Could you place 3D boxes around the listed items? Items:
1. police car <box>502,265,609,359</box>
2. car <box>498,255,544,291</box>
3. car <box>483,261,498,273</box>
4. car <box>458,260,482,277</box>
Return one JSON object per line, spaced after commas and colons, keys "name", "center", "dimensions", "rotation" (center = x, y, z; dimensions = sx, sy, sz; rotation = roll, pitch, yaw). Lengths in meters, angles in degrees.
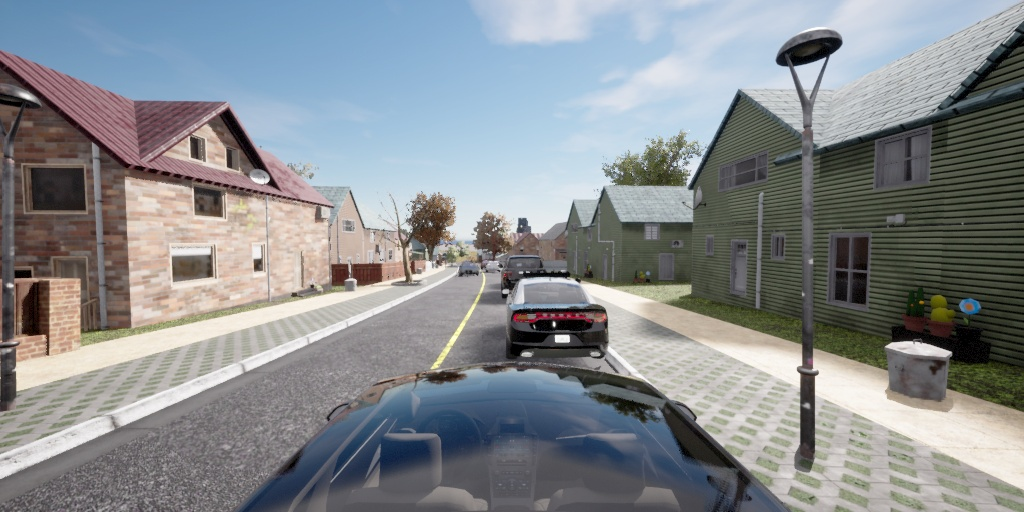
{"name": "police car", "center": [0.799, 1.174, 8.547], "dimensions": [1.930, 1.638, 5.238], "rotation": [0, 0, -1]}
{"name": "car", "center": [0.520, 0.987, 18.528], "dimensions": [2.150, 2.045, 5.566], "rotation": [0, 0, -2]}
{"name": "car", "center": [-2.540, 1.410, 47.603], "dimensions": [1.812, 1.442, 4.674], "rotation": [0, 0, -6]}
{"name": "car", "center": [-4.373, 1.404, 36.639], "dimensions": [1.994, 1.385, 4.181], "rotation": [0, 0, -5]}
